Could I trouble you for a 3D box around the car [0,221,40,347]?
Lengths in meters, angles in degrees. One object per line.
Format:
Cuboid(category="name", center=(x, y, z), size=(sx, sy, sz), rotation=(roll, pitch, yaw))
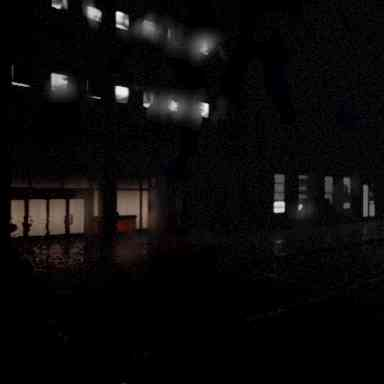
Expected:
Cuboid(category="car", center=(-4.355, 1.319, 3.568), size=(5.009, 1.841, 2.192), rotation=(0, 0, -36))
